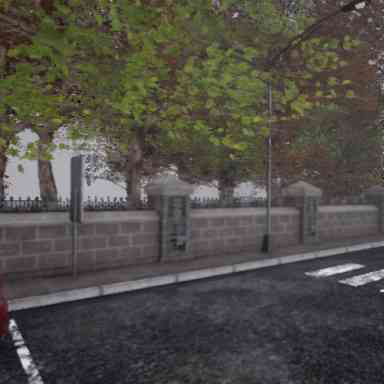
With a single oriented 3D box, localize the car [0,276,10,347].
[{"bbox_3d":[-4.499,1.528,3.507,4.507,1.381,1.887,1,0,-36],"label":"car"}]
